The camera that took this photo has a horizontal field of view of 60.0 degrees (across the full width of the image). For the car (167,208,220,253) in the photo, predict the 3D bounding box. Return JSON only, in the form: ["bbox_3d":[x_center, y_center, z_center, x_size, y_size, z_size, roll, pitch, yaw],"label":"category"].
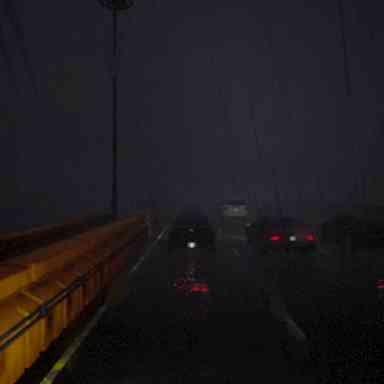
[{"bbox_3d":[-0.003,1.645,14.303,1.837,1.490,4.892,0,0,0],"label":"car"}]

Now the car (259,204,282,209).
[{"bbox_3d":[6.991,1.807,29.382,1.812,1.442,4.674,0,0,0],"label":"car"}]

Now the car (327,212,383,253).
[{"bbox_3d":[6.997,1.645,14.302,1.837,1.490,4.892,0,0,0],"label":"car"}]

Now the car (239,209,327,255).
[{"bbox_3d":[3.495,1.682,13.997,2.033,1.411,5.357,0,-1,0],"label":"car"}]

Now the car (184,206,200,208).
[{"bbox_3d":[-0.011,1.879,29.111,1.895,1.301,4.718,0,-1,0],"label":"car"}]

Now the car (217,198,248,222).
[{"bbox_3d":[3.488,1.495,29.040,2.150,2.045,5.566,0,0,0],"label":"car"}]
